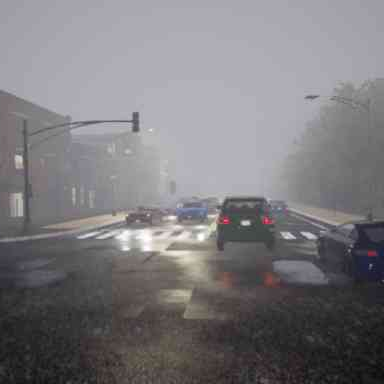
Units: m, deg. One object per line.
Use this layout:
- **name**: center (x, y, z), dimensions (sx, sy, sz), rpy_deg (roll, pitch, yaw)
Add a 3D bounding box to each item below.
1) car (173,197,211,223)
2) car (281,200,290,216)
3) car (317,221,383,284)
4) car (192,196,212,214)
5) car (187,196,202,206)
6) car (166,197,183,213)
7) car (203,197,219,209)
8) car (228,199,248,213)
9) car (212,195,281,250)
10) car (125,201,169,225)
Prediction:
- **car**: center (0.135, 1.423, 25.301), dimensions (1.882, 1.535, 5.008), rpy_deg (-1, 0, 7)
- **car**: center (7.405, 1.373, 29.533), dimensions (2.033, 1.411, 5.357), rpy_deg (-1, 0, 7)
- **car**: center (4.857, 1.470, 9.165), dimensions (1.994, 1.385, 4.181), rpy_deg (-1, 0, 7)
- **car**: center (1.342, 1.386, 34.839), dimensions (1.882, 1.535, 5.008), rpy_deg (-1, 0, 8)
- **car**: center (0.456, 1.390, 53.457), dimensions (1.837, 1.490, 4.892), rpy_deg (-1, 0, 7)
- **car**: center (-2.094, 1.511, 33.613), dimensions (2.033, 1.411, 5.357), rpy_deg (-1, 0, 7)
- **car**: center (2.654, 1.394, 44.819), dimensions (1.812, 1.442, 4.674), rpy_deg (-1, 0, 7)
- **car**: center (4.880, 1.453, 35.547), dimensions (1.895, 1.301, 4.718), rpy_deg (-1, 0, 7)
- **car**: center (2.214, 1.158, 14.150), dimensions (2.150, 2.045, 5.566), rpy_deg (-1, 0, 8)
- **car**: center (-3.299, 1.601, 24.036), dimensions (1.895, 1.301, 4.718), rpy_deg (-1, 0, 7)
